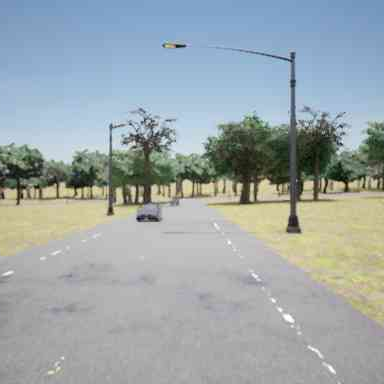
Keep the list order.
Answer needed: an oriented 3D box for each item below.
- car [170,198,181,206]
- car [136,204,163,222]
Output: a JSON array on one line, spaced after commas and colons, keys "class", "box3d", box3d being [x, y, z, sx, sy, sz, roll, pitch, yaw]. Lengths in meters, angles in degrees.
[{"class": "car", "box3d": [-3.472, 2.078, 69.512, 1.837, 1.490, 4.892, 0, 0, 0]}, {"class": "car", "box3d": [-3.587, 1.782, 28.780, 2.033, 1.411, 5.357, 0, 0, 0]}]
